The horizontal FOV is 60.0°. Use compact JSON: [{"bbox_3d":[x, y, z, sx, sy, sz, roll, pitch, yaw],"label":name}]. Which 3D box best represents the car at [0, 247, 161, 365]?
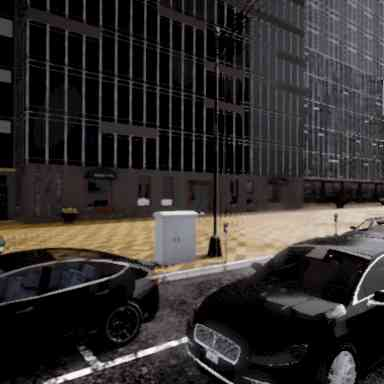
[{"bbox_3d":[-2.506,1.564,4.765,4.313,1.339,1.947,0,1,-36],"label":"car"}]

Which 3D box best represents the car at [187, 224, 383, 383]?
[{"bbox_3d":[2.186,1.493,4.949,4.892,1.490,1.837,0,0,-36],"label":"car"}]

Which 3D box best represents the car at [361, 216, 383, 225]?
[{"bbox_3d":[6.673,1.520,11.342,4.403,1.369,2.008,0,1,-36],"label":"car"}]
